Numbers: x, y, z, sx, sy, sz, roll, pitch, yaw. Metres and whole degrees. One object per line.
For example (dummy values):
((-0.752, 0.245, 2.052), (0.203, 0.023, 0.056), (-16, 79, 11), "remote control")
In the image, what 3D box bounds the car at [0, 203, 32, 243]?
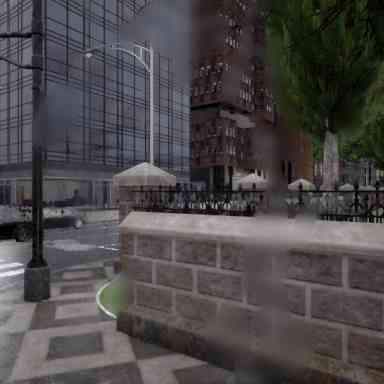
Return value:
((-9.355, 1.395, 14.362), (2.097, 1.767, 4.553), (0, -1, 36), "car")

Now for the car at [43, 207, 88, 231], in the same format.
((-8.431, 1.631, 20.209), (2.008, 1.369, 4.403), (0, -1, 36), "car")
